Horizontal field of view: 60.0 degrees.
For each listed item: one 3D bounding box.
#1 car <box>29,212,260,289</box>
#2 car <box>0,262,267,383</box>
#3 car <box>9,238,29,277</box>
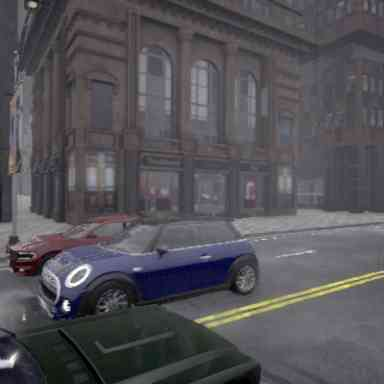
[{"bbox_3d":[-0.737,1.348,7.079,4.553,1.767,2.097,0,0,-35],"label":"car"},{"bbox_3d":[-1.666,1.597,2.220,4.718,1.301,1.895,0,0,-36],"label":"car"},{"bbox_3d":[-2.543,1.470,9.787,5.008,1.535,1.882,0,0,-35],"label":"car"}]
